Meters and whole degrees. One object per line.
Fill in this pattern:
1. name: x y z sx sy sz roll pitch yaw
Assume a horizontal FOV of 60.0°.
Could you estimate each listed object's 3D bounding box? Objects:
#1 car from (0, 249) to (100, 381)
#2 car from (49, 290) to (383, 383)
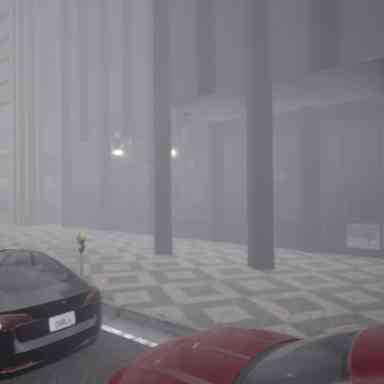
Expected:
1. car: -3.225 1.561 5.141 4.313 1.339 1.947 0 -1 35
2. car: 1.363 1.545 1.885 4.507 1.381 1.887 0 -1 35
